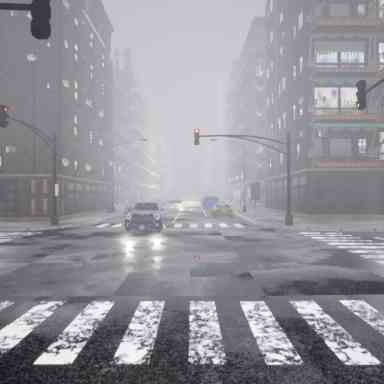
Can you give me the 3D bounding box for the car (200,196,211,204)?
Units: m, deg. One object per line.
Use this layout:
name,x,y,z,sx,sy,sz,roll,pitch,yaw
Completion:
car,2.585,1.604,66.712,2.008,1.369,4.403,1,0,0

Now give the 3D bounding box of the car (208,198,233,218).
car,2.709,1.537,30.256,1.752,1.417,4.829,1,0,0

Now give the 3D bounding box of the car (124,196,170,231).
car,-2.746,1.355,20.452,2.097,1.767,4.553,0,0,0

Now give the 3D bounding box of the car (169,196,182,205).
car,-2.740,1.467,57.663,1.994,1.385,4.181,0,0,0

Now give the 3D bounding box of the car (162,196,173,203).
car,-5.295,1.612,72.318,2.008,1.369,4.403,1,0,0

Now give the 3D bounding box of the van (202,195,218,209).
van,2.616,1.366,44.090,1.690,1.788,3.998,1,0,0

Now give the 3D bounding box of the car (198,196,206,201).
car,2.587,1.627,83.680,1.887,1.381,4.507,1,0,0

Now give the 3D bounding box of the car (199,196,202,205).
car,2.585,1.347,49.744,2.192,1.841,5.009,1,0,0

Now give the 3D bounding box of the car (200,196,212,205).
car,2.585,1.485,61.056,1.967,1.590,4.097,1,0,0

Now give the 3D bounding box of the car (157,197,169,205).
car,-5.297,1.627,61.002,1.802,1.307,4.206,1,0,0

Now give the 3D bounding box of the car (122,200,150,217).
car,-5.430,1.565,32.713,2.008,1.369,4.403,1,0,0

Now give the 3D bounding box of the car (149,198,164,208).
car,-5.298,1.613,49.686,1.802,1.307,4.206,1,0,0
